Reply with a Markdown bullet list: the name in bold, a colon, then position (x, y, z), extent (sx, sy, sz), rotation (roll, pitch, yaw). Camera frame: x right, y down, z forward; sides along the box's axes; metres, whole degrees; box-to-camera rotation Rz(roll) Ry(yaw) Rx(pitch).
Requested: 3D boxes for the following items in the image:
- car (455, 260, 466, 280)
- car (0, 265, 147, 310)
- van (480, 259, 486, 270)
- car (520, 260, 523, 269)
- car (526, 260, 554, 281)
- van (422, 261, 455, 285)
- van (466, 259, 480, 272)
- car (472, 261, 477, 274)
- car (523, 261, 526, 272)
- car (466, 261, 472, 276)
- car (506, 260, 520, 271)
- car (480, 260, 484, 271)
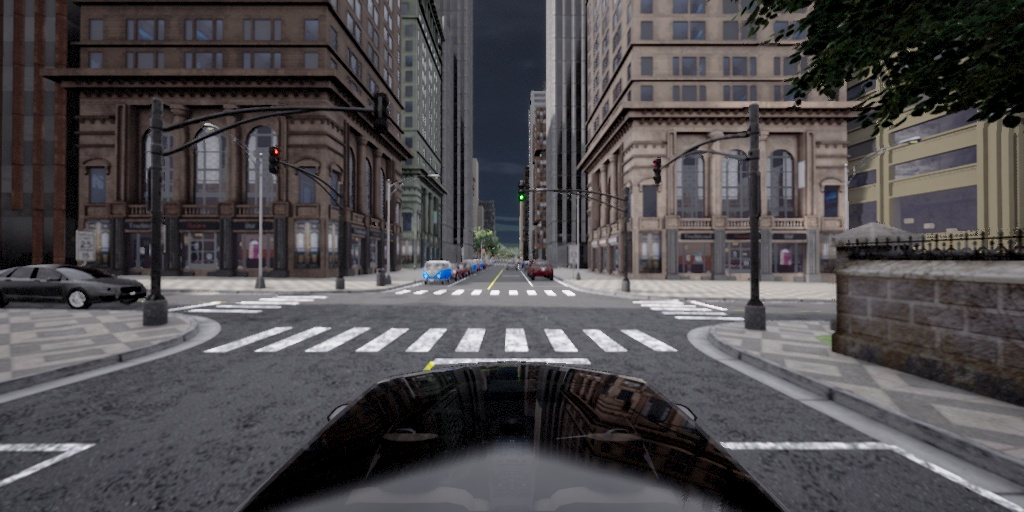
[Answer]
- **car**: position (-5.820, 1.411, 33.431), extent (1.967, 1.591, 4.097), rotation (0, 0, 0)
- **car**: position (-16.511, 1.099, 13.271), extent (4.892, 1.490, 1.837), rotation (1, -1, -1)
- **van**: position (-5.869, 1.523, 60.636), extent (1.690, 1.789, 3.998), rotation (0, 0, 0)
- **car**: position (2.666, 1.689, 55.218), extent (2.007, 1.370, 4.403), rotation (0, 0, 0)
- **car**: position (2.706, 1.285, 33.455), extent (2.192, 1.841, 5.009), rotation (0, 0, 0)
- **van**: position (-5.810, 1.271, 27.991), extent (1.690, 1.789, 3.998), rotation (0, 0, 0)
- **van**: position (-5.850, 1.438, 49.754), extent (1.690, 1.789, 3.998), rotation (0, 0, 0)
- **car**: position (-5.840, 1.620, 44.313), extent (1.948, 1.339, 4.313), rotation (0, 0, 0)
- **car**: position (2.696, 1.326, 38.896), extent (2.192, 1.841, 5.009), rotation (0, 0, 0)
- **car**: position (-5.830, 1.557, 38.872), extent (1.888, 1.381, 4.507), rotation (0, 0, 0)
- **car**: position (-0.008, 1.675, 60.904), extent (2.128, 1.511, 4.902), rotation (0, 0, 0)
- **car**: position (-5.859, 1.685, 55.195), extent (1.888, 1.381, 4.507), rotation (0, 0, 0)
